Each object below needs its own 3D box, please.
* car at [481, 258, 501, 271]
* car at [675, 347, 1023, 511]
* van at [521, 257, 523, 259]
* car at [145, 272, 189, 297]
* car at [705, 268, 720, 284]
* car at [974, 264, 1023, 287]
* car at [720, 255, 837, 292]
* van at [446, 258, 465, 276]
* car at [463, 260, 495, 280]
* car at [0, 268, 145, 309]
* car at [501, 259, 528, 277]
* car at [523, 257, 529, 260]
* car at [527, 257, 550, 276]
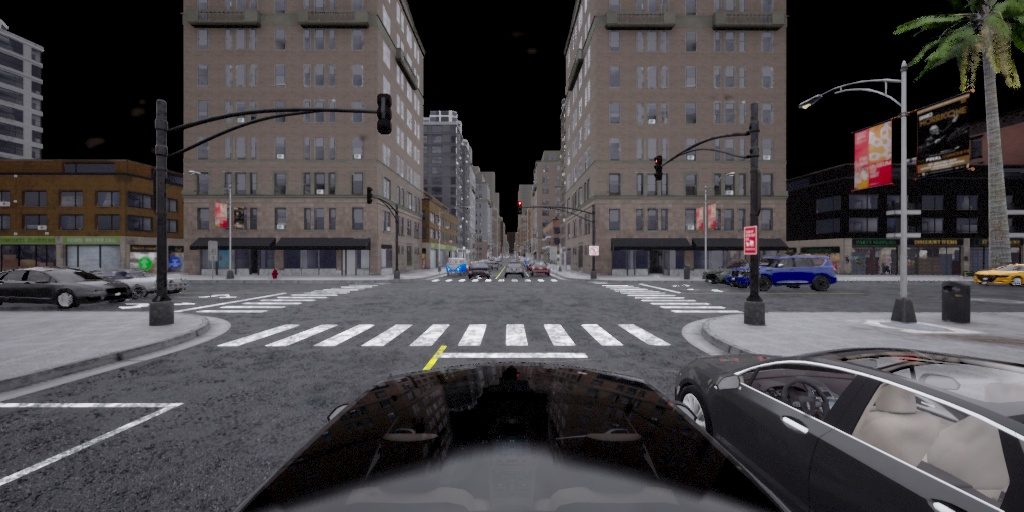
[{"bbox_3d":[-2.912,1.316,49.456,1.994,1.385,4.181,0,0,0],"label":"car"},{"bbox_3d":[2.668,1.300,2.347,2.007,1.370,4.403,0,0,0],"label":"car"},{"bbox_3d":[2.890,1.092,59.674,1.690,1.789,3.998,0,0,0],"label":"van"},{"bbox_3d":[-18.762,1.322,17.446,4.718,1.301,1.895,0,0,0],"label":"car"},{"bbox_3d":[15.689,1.119,24.343,4.553,1.767,2.097,0,0,0],"label":"car"},{"bbox_3d":[34.763,1.281,24.445,5.008,1.535,1.882,0,0,0],"label":"car"},{"bbox_3d":[15.772,0.990,21.094,5.566,2.045,2.150,0,0,0],"label":"car"},{"bbox_3d":[-5.727,1.092,37.030,1.690,1.789,3.998,0,0,0],"label":"van"},{"bbox_3d":[-2.856,1.298,32.087,2.033,1.411,5.357,0,0,-2],"label":"car"},{"bbox_3d":[-18.055,1.230,14.201,4.892,1.490,1.837,1,0,0],"label":"car"},{"bbox_3d":[0.225,1.299,35.702,2.033,1.411,5.357,0,0,0],"label":"car"},{"bbox_3d":[2.844,1.192,48.335,1.967,1.591,4.097,0,0,0],"label":"car"},{"bbox_3d":[2.799,1.191,36.997,1.967,1.591,4.097,0,0,0],"label":"car"}]
